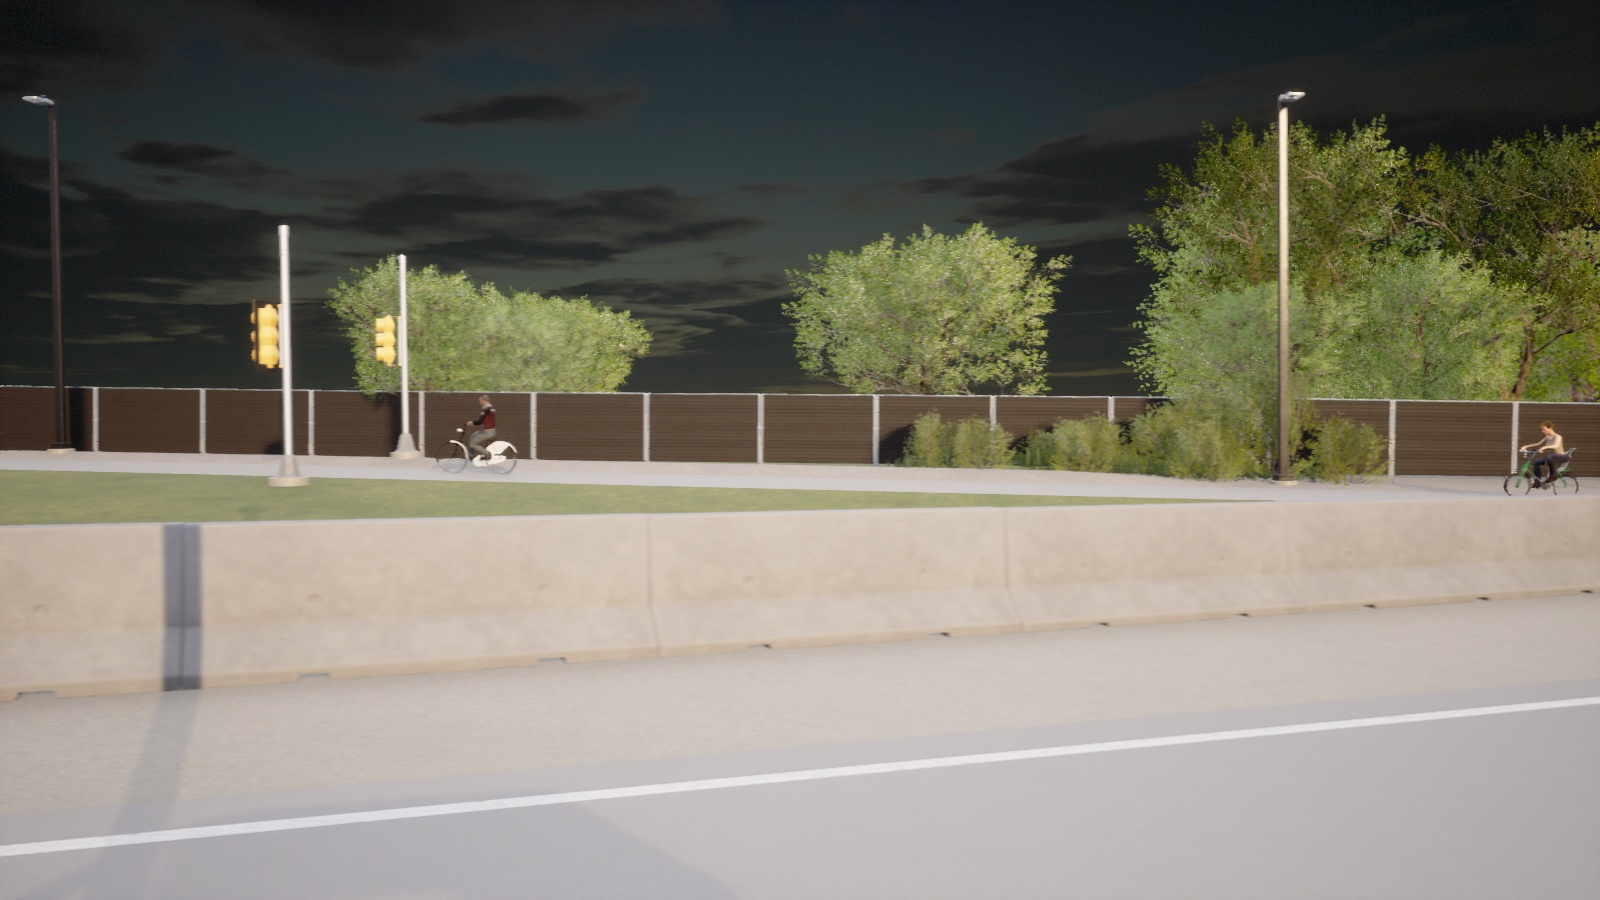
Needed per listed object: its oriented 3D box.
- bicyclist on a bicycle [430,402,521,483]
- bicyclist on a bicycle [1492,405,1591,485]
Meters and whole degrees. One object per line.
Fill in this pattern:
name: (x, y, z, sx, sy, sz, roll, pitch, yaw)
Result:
bicyclist on a bicycle: (-7.204, -0.182, 27.919, 1.843, 1.776, 0.659, 0, 2, 6)
bicyclist on a bicycle: (15.238, -0.119, 25.830, 1.509, 1.612, 0.866, 0, 1, 3)
